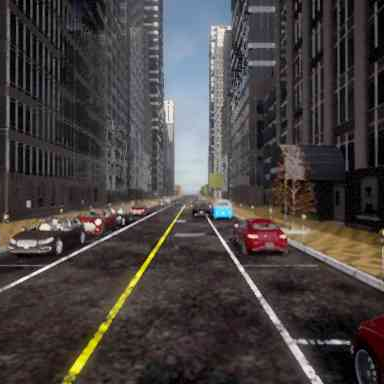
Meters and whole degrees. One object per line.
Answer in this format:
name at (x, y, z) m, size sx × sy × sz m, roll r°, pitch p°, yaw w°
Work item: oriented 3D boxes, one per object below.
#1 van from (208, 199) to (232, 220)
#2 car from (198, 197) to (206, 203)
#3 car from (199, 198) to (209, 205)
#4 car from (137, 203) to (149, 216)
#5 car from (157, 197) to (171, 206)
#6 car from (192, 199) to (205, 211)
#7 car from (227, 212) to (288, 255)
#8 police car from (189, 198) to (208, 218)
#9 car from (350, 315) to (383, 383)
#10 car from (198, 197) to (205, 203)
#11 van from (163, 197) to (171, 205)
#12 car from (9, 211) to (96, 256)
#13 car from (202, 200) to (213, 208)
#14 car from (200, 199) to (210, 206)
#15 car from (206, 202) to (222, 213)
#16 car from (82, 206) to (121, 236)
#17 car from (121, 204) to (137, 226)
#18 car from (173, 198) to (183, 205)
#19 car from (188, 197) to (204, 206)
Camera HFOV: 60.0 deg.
van at (2.694, 1.600, 30.680) m, size 1.690 × 1.788 × 3.998 m, roll 0°, pitch 0°, yaw 0°
car at (2.704, 2.122, 87.601) m, size 1.967 × 1.590 × 4.097 m, roll 0°, pitch 0°, yaw 0°
car at (2.702, 2.159, 76.216) m, size 2.008 × 1.369 × 4.403 m, roll 0°, pitch 0°, yaw 0°
car at (-5.686, 1.886, 36.373) m, size 1.802 × 1.307 × 4.206 m, roll 0°, pitch 0°, yaw 0°
car at (-5.681, 2.078, 64.836) m, size 2.008 × 1.369 × 4.403 m, roll 0°, pitch 0°, yaw 0°
car at (0.907, 1.866, 49.887) m, size 1.801 × 1.575 × 5.366 m, roll 0°, pitch 0°, yaw 0°
car at (2.692, 1.704, 13.601) m, size 1.802 × 1.307 × 4.206 m, roll 0°, pitch 0°, yaw 0°
police car at (0.905, 1.708, 33.808) m, size 1.930 × 1.638 × 5.238 m, roll 0°, pitch 0°, yaw 0°
car at (2.689, 1.604, 2.214) m, size 1.802 × 1.307 × 4.206 m, roll 0°, pitch -1°, yaw 0°
car at (2.704, 2.158, 93.293) m, size 1.967 × 1.590 × 4.097 m, roll 0°, pitch 0°, yaw 0°
van at (-5.679, 1.949, 76.222) m, size 1.690 × 1.788 × 3.998 m, roll 0°, pitch 0°, yaw 0°
car at (-5.689, 1.673, 13.604) m, size 2.008 × 1.369 × 4.403 m, roll 0°, pitch 0°, yaw 0°
car at (2.699, 2.066, 59.139) m, size 1.802 × 1.307 × 4.206 m, roll 0°, pitch 0°, yaw 0°
car at (2.701, 2.120, 70.523) m, size 2.008 × 1.369 × 4.403 m, roll 0°, pitch 0°, yaw 0°
car at (2.696, 1.931, 42.061) m, size 1.802 × 1.307 × 4.206 m, roll 0°, pitch 0°, yaw 0°
car at (-5.688, 1.608, 19.299) m, size 1.967 × 1.590 × 4.097 m, roll 0°, pitch 0°, yaw 0°
car at (-5.687, 1.764, 24.989) m, size 2.008 × 1.369 × 4.403 m, roll 0°, pitch 0°, yaw 0°
car at (-2.989, 2.074, 71.682) m, size 1.837 × 1.490 × 4.892 m, roll 0°, pitch 0°, yaw 0°
car at (0.856, 1.713, 43.660) m, size 2.097 × 1.767 × 4.553 m, roll 0°, pitch 0°, yaw -1°
